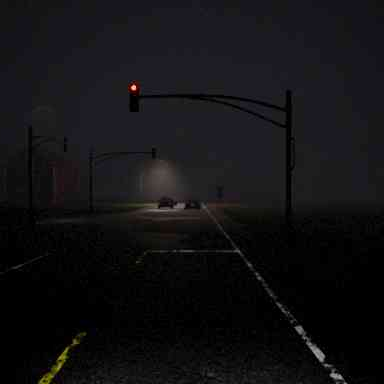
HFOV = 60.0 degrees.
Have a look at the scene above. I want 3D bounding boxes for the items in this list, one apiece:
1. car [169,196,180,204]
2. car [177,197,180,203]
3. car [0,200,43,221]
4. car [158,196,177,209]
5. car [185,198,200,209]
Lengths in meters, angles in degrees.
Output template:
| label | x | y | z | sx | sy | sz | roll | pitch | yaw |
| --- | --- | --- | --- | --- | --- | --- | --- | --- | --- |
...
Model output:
| label | x | y | z | sx | sy | sz | roll | pitch | yaw |
| --- | --- | --- | --- | --- | --- | --- | --- | --- | --- |
| car | -3.429 | 1.537 | 65.017 | 1.895 | 1.301 | 4.718 | 0 | 0 | 1 |
| car | -3.484 | 1.478 | 55.089 | 1.812 | 1.442 | 4.674 | 0 | 0 | 1 |
| car | -13.854 | 1.359 | 24.898 | 5.008 | 1.535 | 1.882 | 0 | 1 | -7 |
| car | -3.511 | 1.444 | 45.226 | 1.882 | 1.535 | 5.008 | 0 | 0 | 0 |
| car | 0.084 | 1.532 | 43.993 | 1.994 | 1.385 | 4.181 | 0 | 0 | 1 |
